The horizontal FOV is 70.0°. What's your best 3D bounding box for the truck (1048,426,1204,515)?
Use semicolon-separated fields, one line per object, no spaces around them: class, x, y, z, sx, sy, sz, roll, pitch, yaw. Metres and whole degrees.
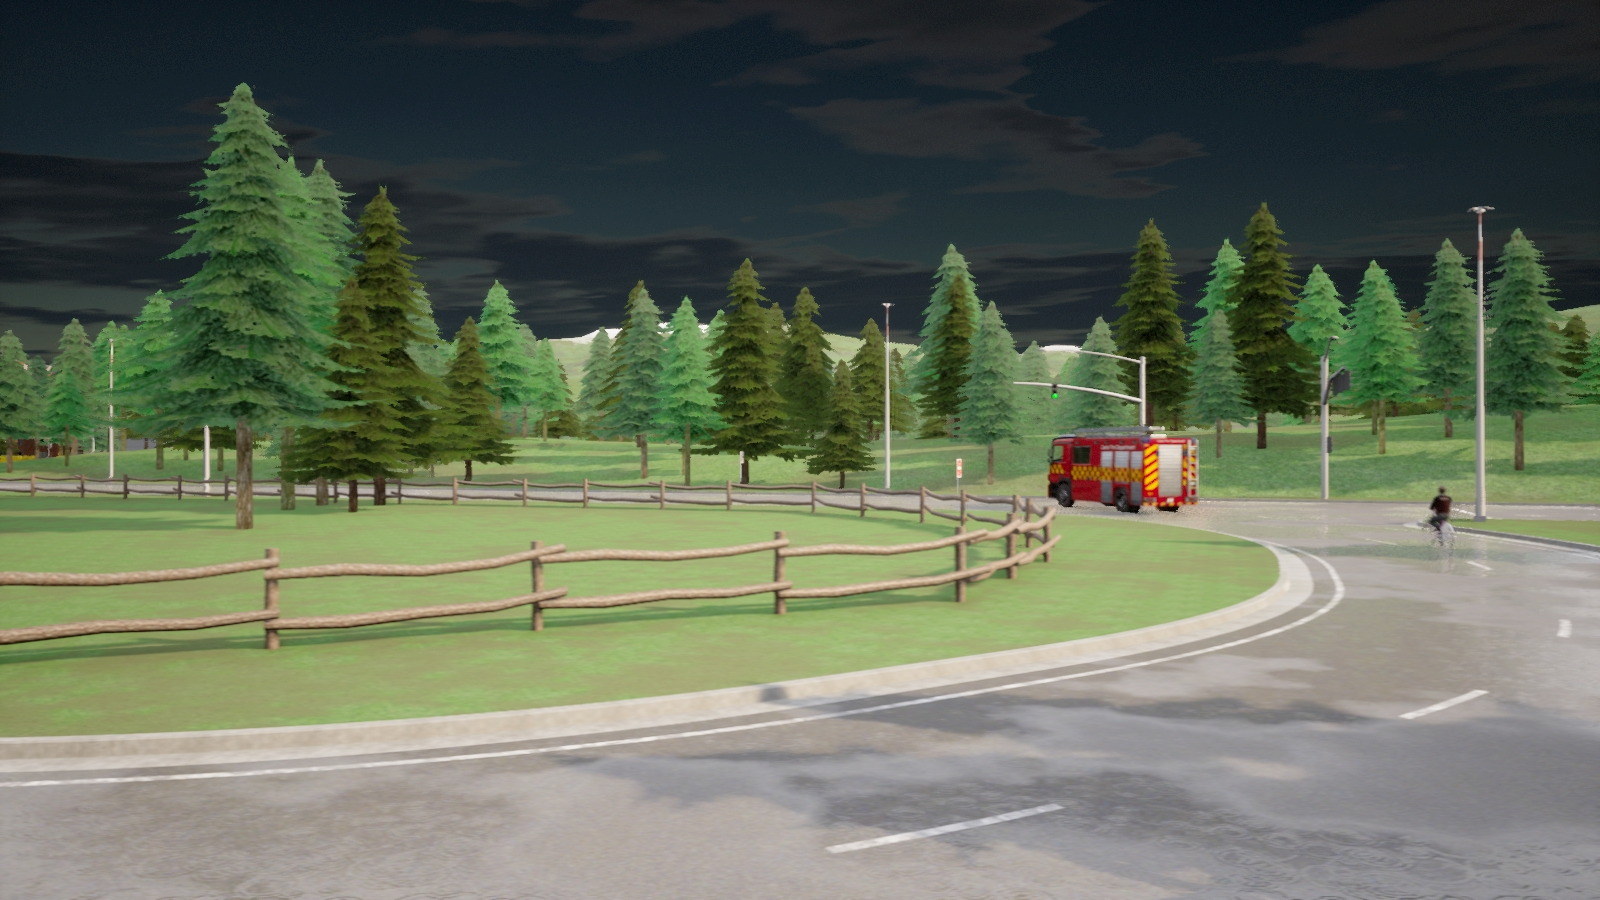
truck;15.083;0.890;53.777;2.891;3.827;8.468;0;0;-17

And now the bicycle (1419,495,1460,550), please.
bicycle;18.328;2.060;32.788;0.329;1.471;1.835;0;0;6
